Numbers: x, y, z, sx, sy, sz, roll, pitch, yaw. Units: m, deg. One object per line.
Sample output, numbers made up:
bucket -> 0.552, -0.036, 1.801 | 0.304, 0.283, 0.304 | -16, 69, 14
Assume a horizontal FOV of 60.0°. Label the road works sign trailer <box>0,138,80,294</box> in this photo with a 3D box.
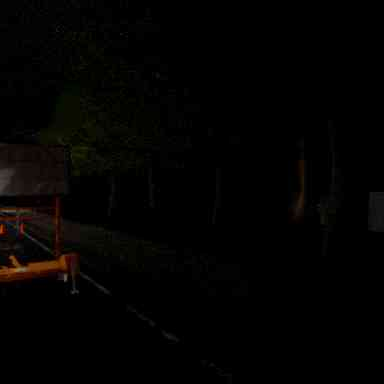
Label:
road works sign trailer -> -4.272, 0.523, 8.154 | 2.380, 3.560, 2.880 | 0, 0, -34
